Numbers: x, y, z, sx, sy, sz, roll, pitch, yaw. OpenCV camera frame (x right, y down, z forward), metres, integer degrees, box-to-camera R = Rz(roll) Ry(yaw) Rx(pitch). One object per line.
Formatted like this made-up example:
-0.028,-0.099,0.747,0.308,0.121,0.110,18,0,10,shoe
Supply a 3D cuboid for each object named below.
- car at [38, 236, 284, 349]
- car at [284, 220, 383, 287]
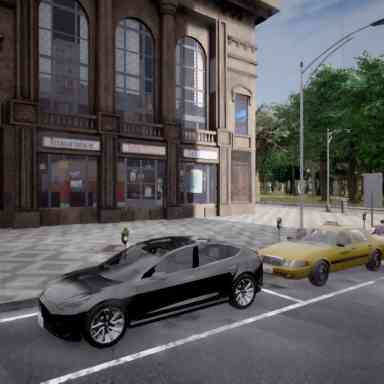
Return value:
-0.512,1.566,6.287,4.313,1.339,1.947,0,0,-36,car
3.775,1.526,9.348,4.829,1.417,1.752,0,0,-36,car
